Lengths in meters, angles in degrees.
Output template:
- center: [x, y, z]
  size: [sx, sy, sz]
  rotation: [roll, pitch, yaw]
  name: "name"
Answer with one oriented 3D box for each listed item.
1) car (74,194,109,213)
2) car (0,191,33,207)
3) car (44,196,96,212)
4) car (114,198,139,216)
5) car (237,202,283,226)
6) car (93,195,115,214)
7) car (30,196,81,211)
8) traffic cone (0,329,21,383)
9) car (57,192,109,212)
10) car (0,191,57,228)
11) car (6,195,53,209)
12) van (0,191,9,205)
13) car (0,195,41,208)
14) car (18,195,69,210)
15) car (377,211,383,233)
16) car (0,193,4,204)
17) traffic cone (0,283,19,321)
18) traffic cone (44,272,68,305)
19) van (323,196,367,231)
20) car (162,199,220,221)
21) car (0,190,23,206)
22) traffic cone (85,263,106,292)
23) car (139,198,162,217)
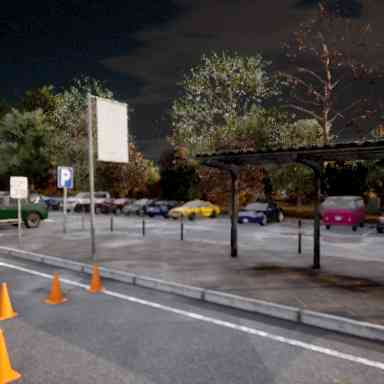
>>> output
- center: [-8.701, 1.299, 33.253]
  size: [2.097, 1.535, 5.008]
  rotation: [1, 0, 35]
  name: "car"
- center: [-24.591, 0.860, 44.436]
  size: [2.435, 2.045, 5.566]
  rotation: [1, 1, 35]
  name: "car"
- center: [-13.241, 1.258, 36.446]
  size: [2.231, 1.521, 4.892]
  rotation: [1, 0, 35]
  name: "car"
- center: [-4.166, 1.342, 30.051]
  size: [2.231, 1.521, 4.892]
  rotation: [1, 0, 35]
  name: "car"
- center: [4.882, 1.455, 23.617]
  size: [2.163, 1.488, 4.792]
  rotation: [1, 0, 35]
  name: "car"
- center: [-6.434, 1.320, 31.651]
  size: [2.097, 1.535, 5.008]
  rotation: [1, 0, 35]
  name: "car"
- center: [-15.509, 1.234, 38.049]
  size: [2.097, 1.535, 5.008]
  rotation: [1, 0, 35]
  name: "car"
- center: [-2.288, 1.933, 3.965]
  size: [0.340, 0.580, 0.340]
  rotation: [0, 0, 35]
  name: "traffic cone"
- center: [-10.986, 1.027, 34.825]
  size: [2.435, 2.045, 5.566]
  rotation: [1, 0, 35]
  name: "car"
- center: [-11.020, 1.095, 18.836]
  size: [2.435, 2.045, 5.566]
  rotation: [1, 0, 35]
  name: "car"
- center: [-20.055, 1.212, 41.231]
  size: [2.163, 1.488, 4.792]
  rotation: [1, 1, 35]
  name: "car"
- center: [-29.043, 0.805, 47.758]
  size: [1.878, 1.987, 4.442]
  rotation: [1, 1, 35]
  name: "van"
- center: [-22.295, 1.177, 42.884]
  size: [2.163, 1.488, 4.792]
  rotation: [1, 1, 35]
  name: "car"
- center: [-17.668, 1.205, 39.806]
  size: [1.946, 1.575, 5.366]
  rotation: [1, 0, 35]
  name: "car"
- center: [11.696, 1.529, 18.835]
  size: [2.002, 1.452, 4.674]
  rotation: [1, 0, 35]
  name: "car"
- center: [-31.272, 0.985, 49.417]
  size: [1.946, 1.575, 5.366]
  rotation: [1, 1, 35]
  name: "car"
- center: [-3.343, 1.920, 5.936]
  size: [0.340, 0.580, 0.340]
  rotation: [1, 0, 35]
  name: "traffic cone"
- center: [-2.766, 1.920, 6.752]
  size: [0.340, 0.580, 0.340]
  rotation: [1, 0, 35]
  name: "traffic cone"
- center: [9.500, 1.242, 20.532]
  size: [1.878, 1.987, 4.442]
  rotation: [1, 0, 35]
  name: "van"
- center: [0.257, 1.380, 26.692]
  size: [1.946, 1.575, 5.366]
  rotation: [1, 0, 35]
  name: "car"
- center: [-26.826, 0.822, 46.084]
  size: [2.435, 2.045, 5.566]
  rotation: [1, 1, 35]
  name: "car"
- center: [-2.189, 1.920, 7.566]
  size: [0.340, 0.580, 0.340]
  rotation: [1, 0, 36]
  name: "traffic cone"
- center: [-1.886, 1.392, 28.468]
  size: [2.163, 1.488, 4.792]
  rotation: [1, 0, 35]
  name: "car"
